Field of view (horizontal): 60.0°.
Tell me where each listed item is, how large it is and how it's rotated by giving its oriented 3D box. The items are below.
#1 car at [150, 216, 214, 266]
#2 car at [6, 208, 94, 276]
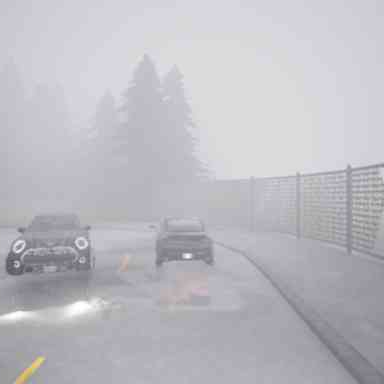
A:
[{"bbox_3d":[-0.455,1.623,12.065,1.837,1.490,4.892,1,0,-8],"label":"car"},{"bbox_3d":[-4.414,1.458,10.902,2.097,1.767,4.553,0,0,-18],"label":"car"}]
